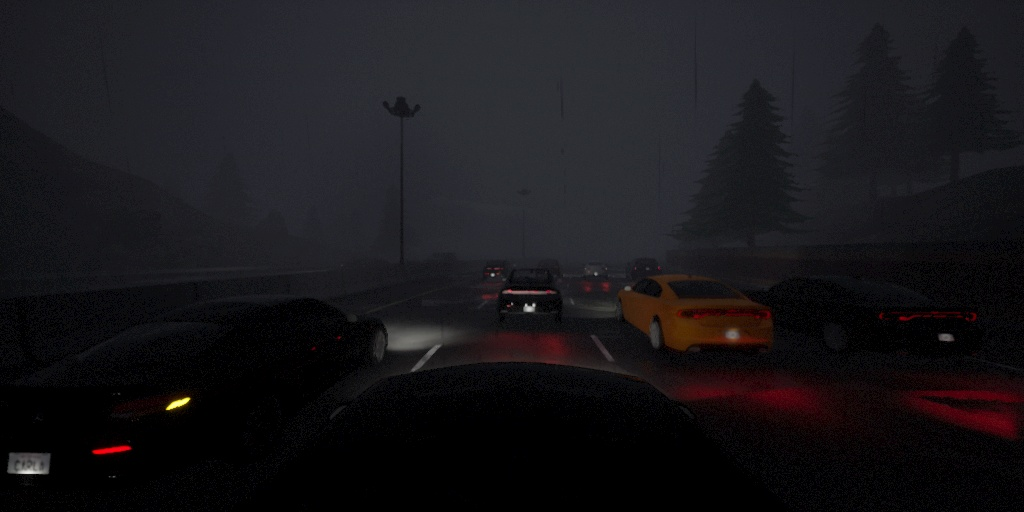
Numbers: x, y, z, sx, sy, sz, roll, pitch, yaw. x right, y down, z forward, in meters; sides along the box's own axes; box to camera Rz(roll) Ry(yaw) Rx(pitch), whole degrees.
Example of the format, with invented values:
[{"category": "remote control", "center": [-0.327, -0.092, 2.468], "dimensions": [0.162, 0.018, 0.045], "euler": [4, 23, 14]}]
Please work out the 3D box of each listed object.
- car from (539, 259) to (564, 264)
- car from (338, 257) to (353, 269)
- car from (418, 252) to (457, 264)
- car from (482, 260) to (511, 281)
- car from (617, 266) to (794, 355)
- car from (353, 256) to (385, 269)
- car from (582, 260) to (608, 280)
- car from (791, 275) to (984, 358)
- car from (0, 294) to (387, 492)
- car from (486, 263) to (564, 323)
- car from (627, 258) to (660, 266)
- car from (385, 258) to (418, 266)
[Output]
[{"category": "car", "center": [3.036, 0.985, 28.533], "dimensions": [1.882, 1.535, 5.008], "euler": [0, 1, 11]}, {"category": "car", "center": [-18.770, 0.793, 43.337], "dimensions": [2.128, 1.511, 4.902], "euler": [0, 0, 16]}, {"category": "car", "center": [-8.305, 0.569, 41.858], "dimensions": [2.150, 2.045, 5.566], "euler": [0, 0, 16]}, {"category": "car", "center": [-0.866, 1.016, 26.817], "dimensions": [1.837, 1.490, 4.892], "euler": [0, 1, 11]}, {"category": "car", "center": [3.910, 1.175, 8.610], "dimensions": [1.882, 1.535, 5.008], "euler": [0, 1, 3]}, {"category": "car", "center": [-15.726, 0.895, 41.154], "dimensions": [1.994, 1.385, 4.181], "euler": [0, 1, 15]}, {"category": "car", "center": [6.547, 1.046, 28.244], "dimensions": [1.812, 1.442, 4.674], "euler": [0, 1, 12]}, {"category": "car", "center": [7.401, 1.187, 8.473], "dimensions": [1.882, 1.535, 5.008], "euler": [0, 1, 3]}, {"category": "car", "center": [-3.263, 1.237, 4.766], "dimensions": [1.812, 1.442, 4.674], "euler": [0, 1, 1]}, {"category": "car", "center": [0.635, 1.149, 11.758], "dimensions": [2.128, 1.511, 4.902], "euler": [0, 1, 4]}, {"category": "car", "center": [9.912, 0.893, 27.181], "dimensions": [2.097, 1.767, 4.553], "euler": [0, 1, 11]}, {"category": "car", "center": [-12.098, 0.941, 41.313], "dimensions": [1.895, 1.301, 4.718], "euler": [0, 1, 16]}]
